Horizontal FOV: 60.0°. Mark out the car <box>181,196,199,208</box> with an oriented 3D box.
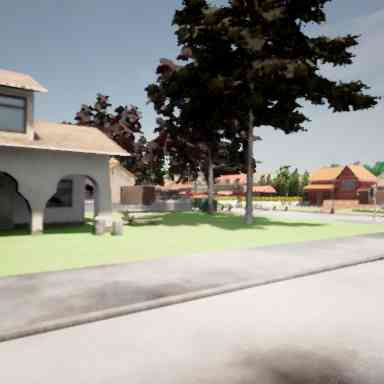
[{"bbox_3d":[0.151,1.714,55.402,2.150,2.045,5.566,1,2,-36],"label":"car"}]
